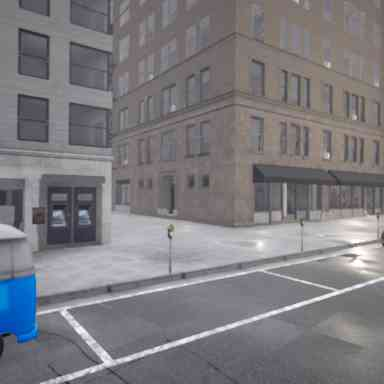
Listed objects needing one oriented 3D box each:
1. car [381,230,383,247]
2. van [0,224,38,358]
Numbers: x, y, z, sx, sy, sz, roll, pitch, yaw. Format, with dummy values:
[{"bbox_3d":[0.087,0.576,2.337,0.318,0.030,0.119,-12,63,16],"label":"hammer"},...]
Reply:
[{"bbox_3d":[9.414,1.568,13.476,4.313,1.339,1.947,0,1,-36],"label":"car"},{"bbox_3d":[-3.970,1.342,3.919,3.998,1.788,1.690,0,1,-36],"label":"van"}]
